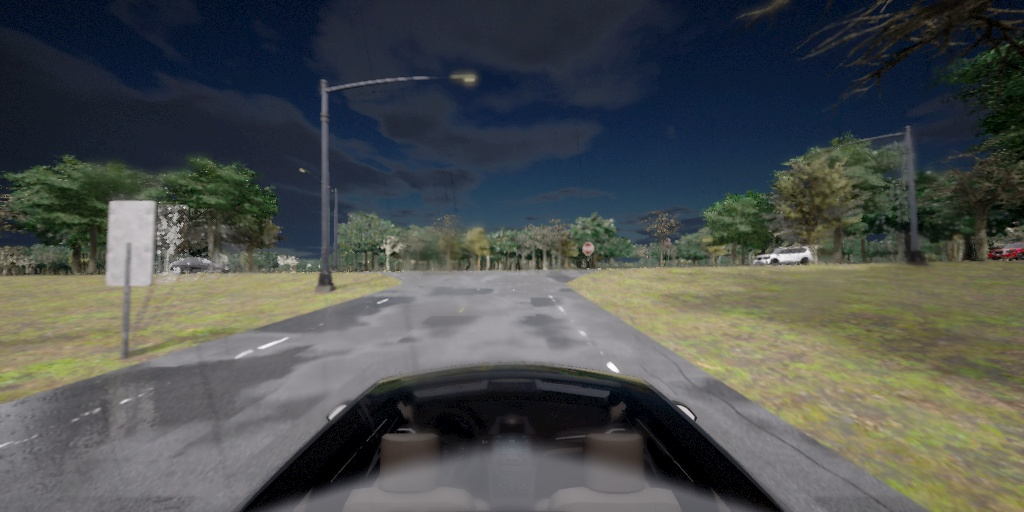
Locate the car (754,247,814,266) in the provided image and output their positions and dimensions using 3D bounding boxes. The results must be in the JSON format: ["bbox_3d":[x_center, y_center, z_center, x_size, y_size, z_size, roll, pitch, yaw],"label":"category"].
[{"bbox_3d":[29.497,0.134,39.000,5.566,2.045,2.150,-3,-2,-1],"label":"car"}]

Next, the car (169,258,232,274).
[{"bbox_3d":[-27.398,0.885,31.589,4.674,1.442,1.812,-1,-2,1],"label":"car"}]
